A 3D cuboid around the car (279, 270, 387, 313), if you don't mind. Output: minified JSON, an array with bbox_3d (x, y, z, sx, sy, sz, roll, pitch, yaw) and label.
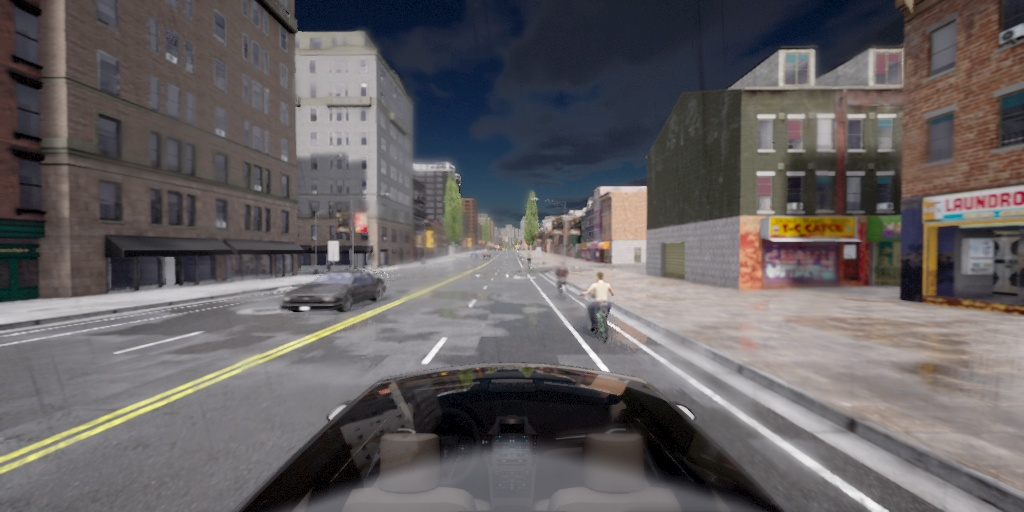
[{"bbox_3d":[-6.601,1.281,14.080,2.033,1.411,5.357,0,0,0],"label":"car"}]

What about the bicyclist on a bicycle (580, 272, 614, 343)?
[{"bbox_3d":[2.108,1.180,8.682,0.866,1.612,1.509,0,0,0],"label":"bicyclist on a bicycle"}]

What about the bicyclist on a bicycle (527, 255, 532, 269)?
[{"bbox_3d":[2.206,0.795,45.621,0.659,1.776,1.843,-1,1,0],"label":"bicyclist on a bicycle"}]

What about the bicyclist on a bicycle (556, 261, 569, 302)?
[{"bbox_3d":[2.227,1.099,15.943,0.659,1.776,1.843,0,0,0],"label":"bicyclist on a bicycle"}]
